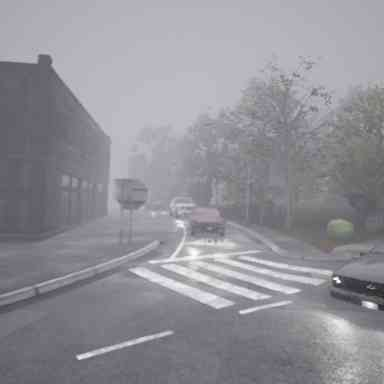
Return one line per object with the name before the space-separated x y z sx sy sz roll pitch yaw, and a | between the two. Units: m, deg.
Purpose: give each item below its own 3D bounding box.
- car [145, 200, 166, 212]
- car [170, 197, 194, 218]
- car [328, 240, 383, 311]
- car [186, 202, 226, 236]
car | -5.138 1.894 46.261 1.882 1.535 5.008 3 -2 -23
car | -0.818 1.505 33.334 2.150 2.045 5.566 2 -1 -13
car | 5.341 1.592 7.512 5.357 1.411 2.033 -1 0 -36
car | 0.832 1.655 19.998 1.882 1.535 5.008 2 0 -3
